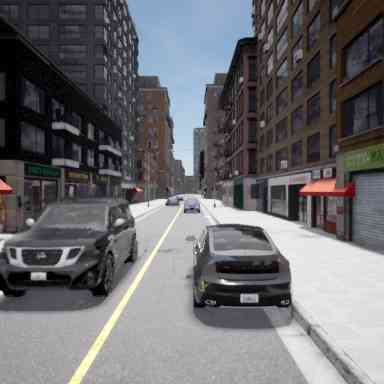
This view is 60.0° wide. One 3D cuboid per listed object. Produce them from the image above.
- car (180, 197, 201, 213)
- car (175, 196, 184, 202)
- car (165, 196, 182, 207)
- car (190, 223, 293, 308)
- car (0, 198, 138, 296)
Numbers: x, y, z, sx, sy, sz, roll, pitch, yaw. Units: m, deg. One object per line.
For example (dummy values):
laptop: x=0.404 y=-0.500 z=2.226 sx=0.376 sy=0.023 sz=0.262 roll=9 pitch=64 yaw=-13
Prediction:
car: x=0.009 y=1.517 z=37.051 sx=2.033 sy=1.411 sz=5.357 roll=0 pitch=0 yaw=0
car: x=-2.903 y=1.506 z=77.583 sx=1.895 sy=1.301 sz=4.718 roll=0 pitch=0 yaw=0
car: x=-2.943 y=1.515 z=50.560 sx=1.994 sy=1.385 sz=4.181 roll=0 pitch=0 yaw=0
car: x=0.941 y=1.503 z=7.894 sx=1.837 sy=1.490 sz=4.892 roll=0 pitch=0 yaw=0
car: x=-2.868 y=1.217 z=8.971 sx=2.150 sy=2.045 sz=5.566 roll=0 pitch=0 yaw=0
